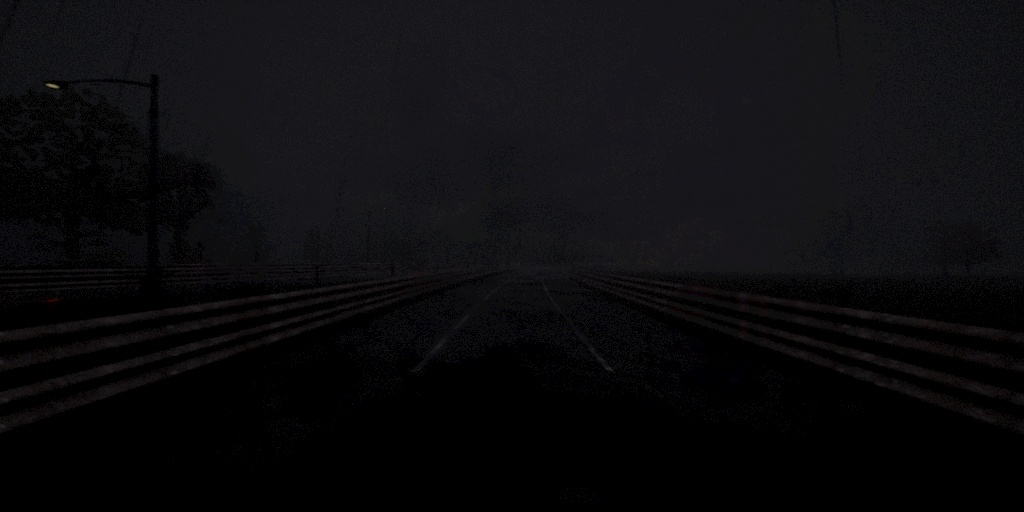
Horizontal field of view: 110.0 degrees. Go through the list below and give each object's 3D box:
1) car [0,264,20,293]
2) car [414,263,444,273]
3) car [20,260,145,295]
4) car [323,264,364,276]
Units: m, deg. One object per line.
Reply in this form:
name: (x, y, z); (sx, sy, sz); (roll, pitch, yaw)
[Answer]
car: (-25.426, 1.163, 20.023); (1.837, 1.490, 4.892); (0, -1, 14)
car: (-12.591, 1.800, 54.796); (1.812, 1.442, 4.674); (0, -1, 17)
car: (-22.025, 1.009, 19.254); (2.097, 1.767, 4.553); (0, -1, 14)
car: (-19.818, 1.606, 42.319); (2.033, 1.411, 5.357); (0, -1, 16)
